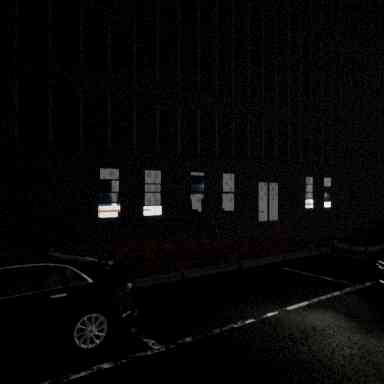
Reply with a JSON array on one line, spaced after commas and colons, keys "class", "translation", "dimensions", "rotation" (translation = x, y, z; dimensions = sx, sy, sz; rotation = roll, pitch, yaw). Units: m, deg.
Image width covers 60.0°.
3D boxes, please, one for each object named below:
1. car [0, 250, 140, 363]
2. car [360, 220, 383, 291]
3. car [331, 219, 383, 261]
[{"class": "car", "translation": [-2.876, 1.551, 4.509], "dimensions": [4.403, 1.369, 2.008], "rotation": [0, 0, -35]}, {"class": "car", "translation": [6.221, 1.477, 7.787], "dimensions": [5.008, 1.535, 1.882], "rotation": [0, 0, -35]}, {"class": "car", "translation": [6.408, 1.582, 11.097], "dimensions": [4.206, 1.307, 1.802], "rotation": [0, 0, -35]}]
